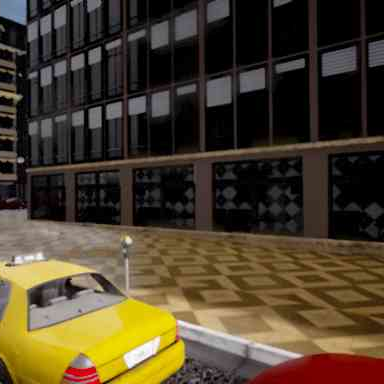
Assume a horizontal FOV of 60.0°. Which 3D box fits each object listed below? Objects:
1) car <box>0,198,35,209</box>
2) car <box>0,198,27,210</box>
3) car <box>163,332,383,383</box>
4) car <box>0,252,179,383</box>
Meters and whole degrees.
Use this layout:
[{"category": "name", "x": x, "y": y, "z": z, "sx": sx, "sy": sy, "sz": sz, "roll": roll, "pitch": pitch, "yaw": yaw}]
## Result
[{"category": "car", "x": -22.933, "y": 1.427, "z": 43.168, "sx": 1.947, "sy": 1.339, "sz": 4.313, "roll": -1, "pitch": -1, "yaw": 35}, {"category": "car", "x": -19.169, "y": 1.327, "z": 33.859, "sx": 1.802, "sy": 1.307, "sz": 4.206, "roll": -1, "pitch": -1, "yaw": 35}, {"category": "car", "x": 2.237, "y": 1.553, "z": 1.322, "sx": 4.507, "sy": 1.381, "sz": 1.887, "roll": 0, "pitch": -1, "yaw": 35}, {"category": "car", "x": -2.376, "y": 1.495, "z": 4.514, "sx": 4.829, "sy": 1.417, "sz": 1.752, "roll": 0, "pitch": -1, "yaw": 35}]
